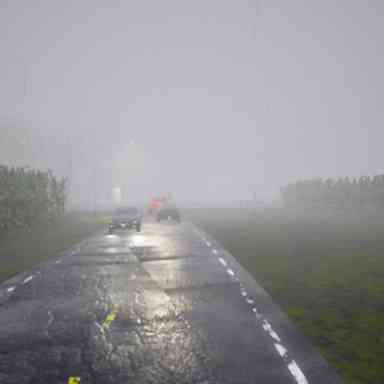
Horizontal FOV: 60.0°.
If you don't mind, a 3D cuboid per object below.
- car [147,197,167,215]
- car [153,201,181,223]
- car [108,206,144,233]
[{"bbox_3d":[-4.103,1.586,39.724,2.150,2.045,5.566,0,-1,-12],"label":"car"},{"bbox_3d":[-2.043,1.749,27.882,1.837,1.490,4.892,0,0,-8],"label":"car"},{"bbox_3d":[-4.145,1.686,21.206,1.837,1.490,4.892,0,-1,-6],"label":"car"}]
